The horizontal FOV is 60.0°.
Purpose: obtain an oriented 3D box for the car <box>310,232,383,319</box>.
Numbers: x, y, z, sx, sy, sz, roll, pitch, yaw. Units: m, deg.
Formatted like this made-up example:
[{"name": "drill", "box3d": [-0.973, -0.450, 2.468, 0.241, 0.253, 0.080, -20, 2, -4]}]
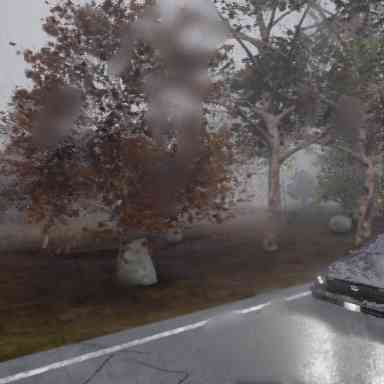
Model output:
[{"name": "car", "box3d": [4.869, 1.548, 7.152, 5.357, 1.411, 2.033, 0, 0, -35]}]
